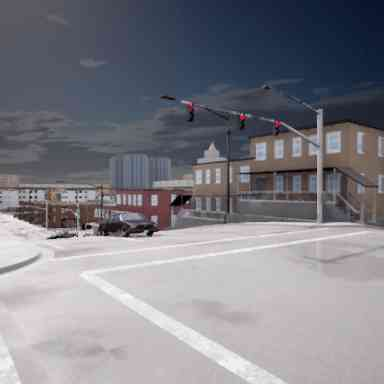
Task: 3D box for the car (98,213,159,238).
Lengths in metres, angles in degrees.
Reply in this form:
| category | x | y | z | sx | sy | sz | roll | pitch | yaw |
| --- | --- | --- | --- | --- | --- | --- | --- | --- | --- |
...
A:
| category | x | y | z | sx | sy | sz | roll | pitch | yaw |
| --- | --- | --- | --- | --- | --- | --- | --- | --- | --- |
| car | -4.143 | 2.034 | 20.754 | 2.033 | 1.411 | 5.357 | 0 | -5 | -36 |

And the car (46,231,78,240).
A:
| category | x | y | z | sx | sy | sz | roll | pitch | yaw |
| --- | --- | --- | --- | --- | --- | --- | --- | --- | --- |
| car | -12.691 | 4.514 | 32.382 | 1.895 | 1.301 | 4.718 | 0 | -12 | -36 |
